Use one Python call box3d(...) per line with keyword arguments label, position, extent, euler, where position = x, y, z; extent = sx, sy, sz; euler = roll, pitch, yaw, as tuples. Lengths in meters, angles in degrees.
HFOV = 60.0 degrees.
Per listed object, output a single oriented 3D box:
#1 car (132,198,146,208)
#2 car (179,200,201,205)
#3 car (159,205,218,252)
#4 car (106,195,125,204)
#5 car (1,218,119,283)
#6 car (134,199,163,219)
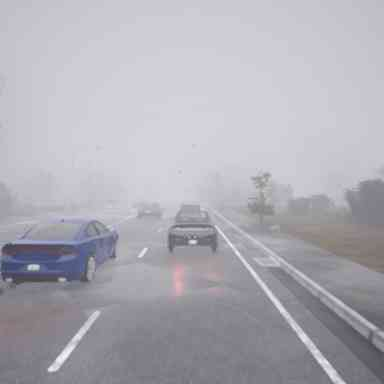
box3d(label="car", position=(-7.438, 1.505, 47.979), extent=(2.033, 1.411, 5.357), euler=(0, 0, -1))
box3d(label="car", position=(-0.158, 1.506, 30.778), extent=(1.882, 1.535, 5.008), euler=(0, 0, -1))
box3d(label="car", position=(0.011, 1.504, 13.841), extent=(2.128, 1.511, 4.902), euler=(0, 0, 0))
box3d(label="car", position=(-10.938, 1.141, 47.942), extent=(1.882, 1.535, 5.008), euler=(0, 0, -1))
box3d(label="car", position=(-3.456, 1.488, 9.700), extent=(1.882, 1.535, 5.008), euler=(0, 0, 0))
box3d(label="car", position=(-3.648, 1.593, 29.866), extent=(1.994, 1.385, 4.181), euler=(0, 0, -1))
